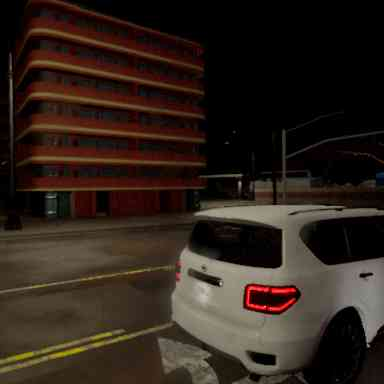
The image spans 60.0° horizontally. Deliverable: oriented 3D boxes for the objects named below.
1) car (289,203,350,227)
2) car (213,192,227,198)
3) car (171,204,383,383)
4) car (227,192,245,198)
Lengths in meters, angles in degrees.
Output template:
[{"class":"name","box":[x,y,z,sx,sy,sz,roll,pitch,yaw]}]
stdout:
[{"class":"car","box":[8.893,1.523,23.061,4.181,1.385,1.994,0,0,-35]},{"class":"car","box":[7.818,0.706,89.578,4.611,1.667,2.242,-1,1,-35]},{"class":"car","box":[2.317,1.223,5.385,5.566,2.045,2.150,0,0,-35]},{"class":"car","box":[11.782,0.853,85.351,3.806,1.475,1.970,-1,1,-35]}]
